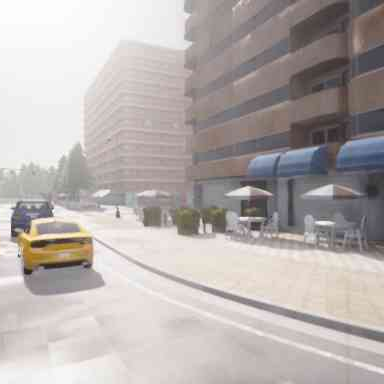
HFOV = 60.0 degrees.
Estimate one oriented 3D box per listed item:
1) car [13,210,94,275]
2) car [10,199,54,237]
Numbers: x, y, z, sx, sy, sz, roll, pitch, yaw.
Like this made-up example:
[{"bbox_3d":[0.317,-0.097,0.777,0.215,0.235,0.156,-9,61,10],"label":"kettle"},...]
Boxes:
[{"bbox_3d":[-4.719,1.597,11.151,1.882,1.535,5.008,0,-1,-31],"label":"car"},{"bbox_3d":[-9.493,1.439,19.816,2.150,2.045,5.566,0,-1,-26],"label":"car"}]
